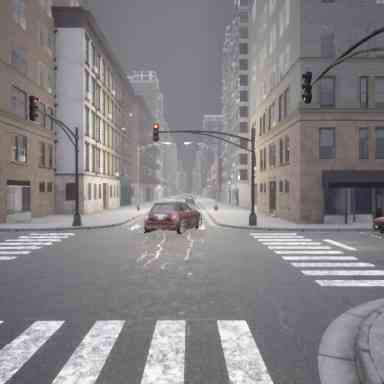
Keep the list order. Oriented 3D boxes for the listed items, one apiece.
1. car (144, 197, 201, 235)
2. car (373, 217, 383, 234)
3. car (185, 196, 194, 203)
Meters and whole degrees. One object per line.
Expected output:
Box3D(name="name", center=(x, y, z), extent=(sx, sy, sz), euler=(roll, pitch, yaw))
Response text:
Box3D(name="car", center=(-0.980, 1.346, 19.083), extent=(2.097, 1.767, 4.553), euler=(0, 0, 18))
Box3D(name="car", center=(11.647, 1.529, 16.970), extent=(4.507, 1.381, 1.887), euler=(0, 0, 0))
Box3D(name="car", center=(-0.523, 1.547, 69.174), extent=(1.812, 1.442, 4.674), euler=(0, 0, 0))
